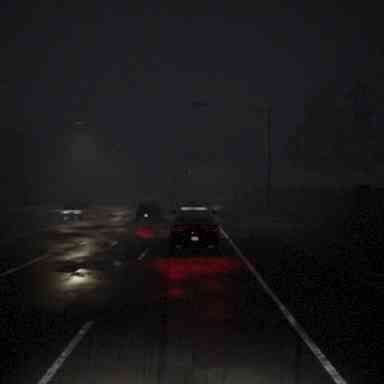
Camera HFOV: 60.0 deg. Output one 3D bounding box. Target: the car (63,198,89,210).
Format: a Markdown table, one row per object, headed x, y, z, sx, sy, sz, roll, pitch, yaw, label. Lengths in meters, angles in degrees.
| x | y | z | sx | sy | sz | roll | pitch | yaw | label |
| --- | --- | --- | --- | --- | --- | --- | --- | --- | --- |
| -14.064 | 1.388 | 40.451 | 1.994 | 1.385 | 4.181 | 0 | 1 | 0 | car |

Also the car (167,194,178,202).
| x | y | z | sx | sy | sz | roll | pitch | yaw | label |
| --- | --- | --- | --- | --- | --- | --- | --- | --- | --- |
| -3.414 | 1.027 | 59.511 | 1.895 | 1.301 | 4.718 | 0 | 1 | 0 | car |

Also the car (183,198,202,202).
| x | y | z | sx | sy | sz | roll | pitch | yaw | label |
| --- | --- | --- | --- | --- | --- | --- | --- | --- | --- |
| 0.091 | 1.373 | 36.520 | 2.128 | 1.511 | 4.902 | 0 | 1 | 0 | car |

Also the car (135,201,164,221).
| x | y | z | sx | sy | sz | roll | pitch | yaw | label |
| --- | --- | --- | --- | --- | --- | --- | --- | --- | --- |
| -3.407 | 1.482 | 27.069 | 1.837 | 1.490 | 4.892 | 0 | 0 | 0 | car |

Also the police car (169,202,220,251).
| x | y | z | sx | sy | sz | roll | pitch | yaw | label |
| --- | --- | --- | --- | --- | --- | --- | --- | --- | --- |
| 0.096 | 1.430 | 14.231 | 1.930 | 1.638 | 5.238 | 0 | 0 | 0 | police car |
